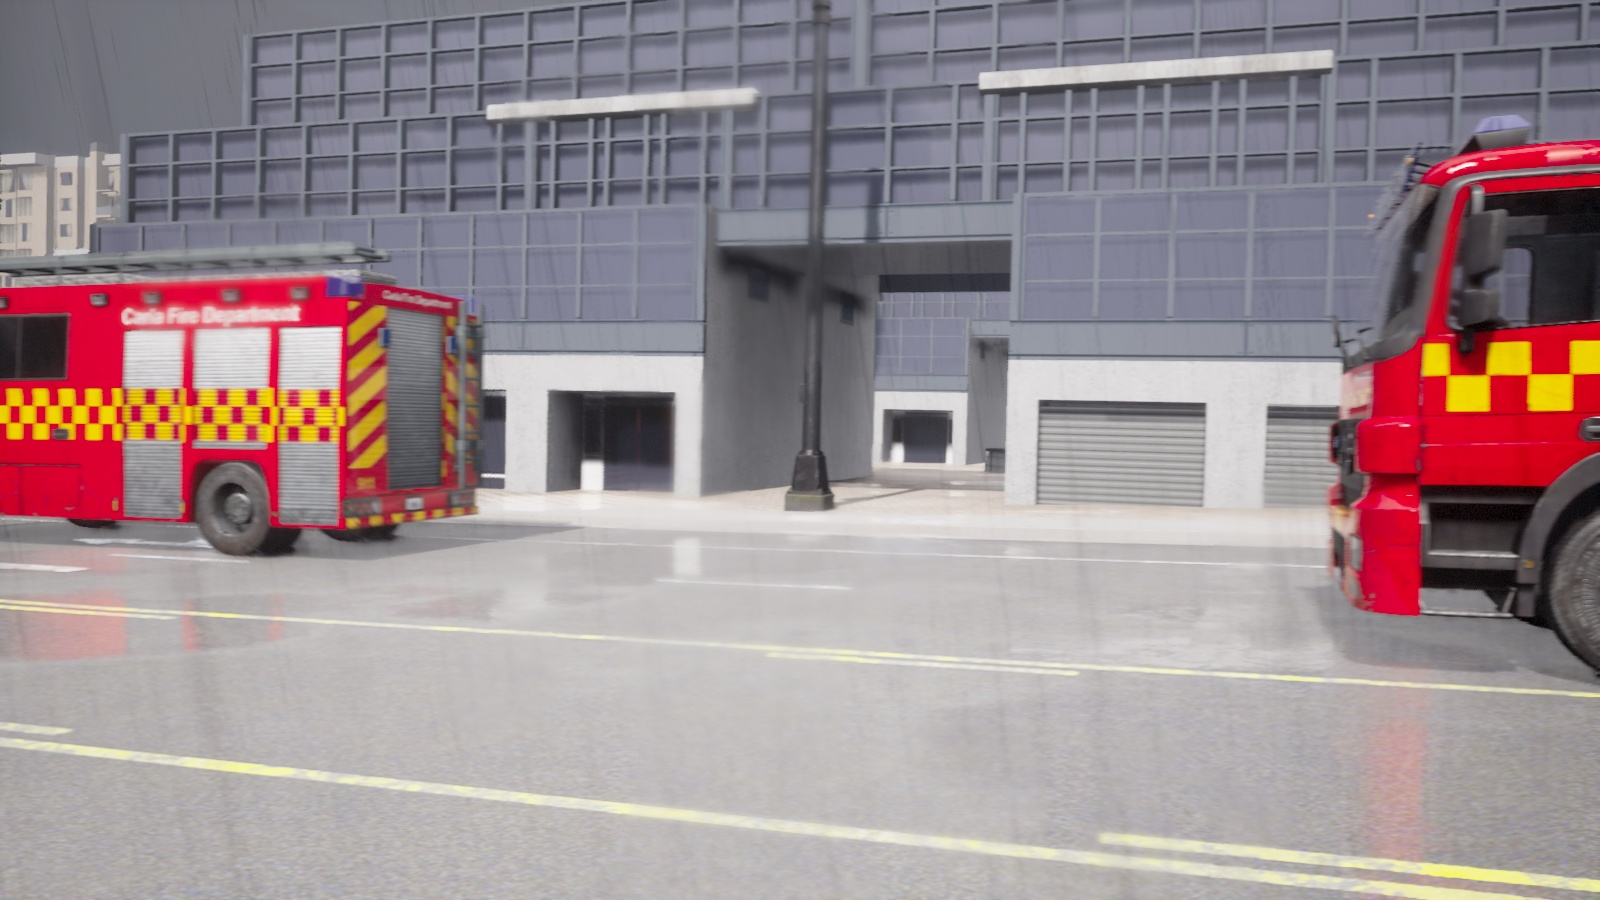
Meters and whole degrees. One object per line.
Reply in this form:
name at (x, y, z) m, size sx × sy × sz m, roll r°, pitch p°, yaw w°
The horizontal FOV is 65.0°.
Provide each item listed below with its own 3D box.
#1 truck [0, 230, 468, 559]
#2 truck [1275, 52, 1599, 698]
truck at (-9.069, -0.745, 17.305) m, size 8.468 × 3.827 × 2.891 m, roll 1°, pitch 1°, yaw 19°
truck at (7.629, -0.428, 7.989) m, size 8.468 × 3.827 × 2.891 m, roll 1°, pitch 1°, yaw 19°
